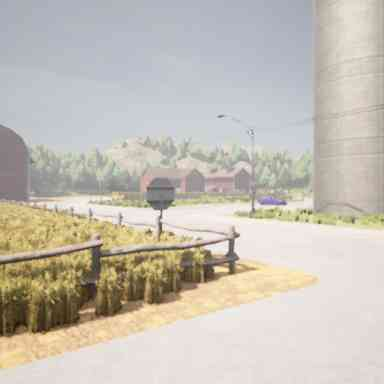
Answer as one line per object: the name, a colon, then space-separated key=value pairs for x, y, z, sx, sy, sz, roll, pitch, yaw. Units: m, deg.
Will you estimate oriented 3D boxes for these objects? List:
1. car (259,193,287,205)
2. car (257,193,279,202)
car: x=13.313 y=1.427 z=54.499 sx=2.242 sy=1.667 sz=4.611 roll=0 pitch=0 yaw=-36
car: x=16.803 y=1.239 z=73.471 sx=1.932 sy=1.855 sz=4.605 roll=0 pitch=0 yaw=-36
